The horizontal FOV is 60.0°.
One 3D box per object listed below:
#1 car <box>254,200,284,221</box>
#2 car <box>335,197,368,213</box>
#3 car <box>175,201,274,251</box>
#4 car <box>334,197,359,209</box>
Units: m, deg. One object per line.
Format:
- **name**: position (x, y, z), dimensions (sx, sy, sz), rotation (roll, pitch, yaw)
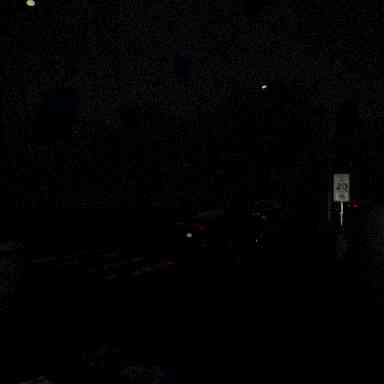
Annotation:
- **car**: position (4.857, 1.336, 23.247), dimensions (1.837, 1.490, 4.892), rotation (0, 0, 37)
- **car**: position (16.576, 1.353, 34.035), dimensions (2.033, 1.411, 5.357), rotation (0, 0, 37)
- **car**: position (1.379, 1.352, 13.645), dimensions (1.882, 1.535, 5.008), rotation (0, 0, 37)
- **car**: position (20.594, 1.366, 44.208), dimensions (2.033, 1.411, 5.357), rotation (0, 0, 37)
